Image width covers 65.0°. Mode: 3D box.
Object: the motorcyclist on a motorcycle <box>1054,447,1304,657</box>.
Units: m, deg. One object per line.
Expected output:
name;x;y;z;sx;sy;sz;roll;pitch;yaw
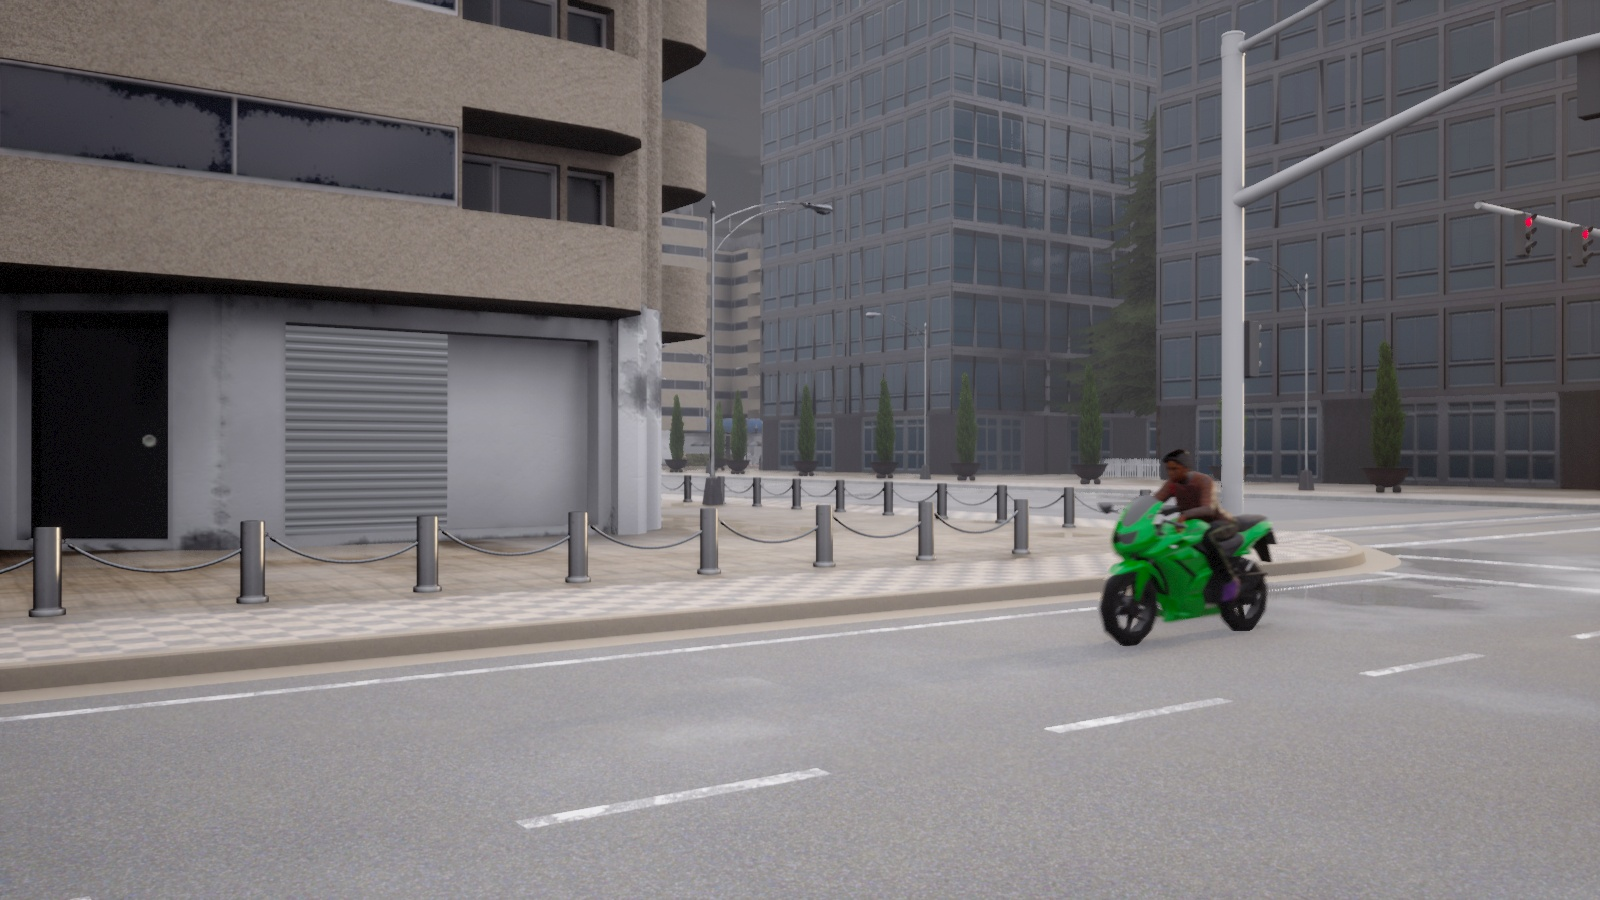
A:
motorcyclist on a motorcycle;3.042;0.740;10.007;2.044;1.523;0.797;0;0;-34
